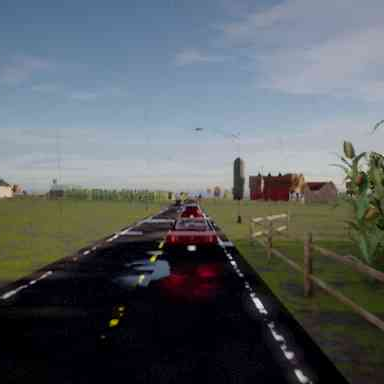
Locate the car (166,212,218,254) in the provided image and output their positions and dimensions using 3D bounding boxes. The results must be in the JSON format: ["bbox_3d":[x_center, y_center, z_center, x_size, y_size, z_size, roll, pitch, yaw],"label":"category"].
[{"bbox_3d":[-0.001,1.735,14.101,1.895,1.301,4.718,0,-1,0],"label":"car"}]

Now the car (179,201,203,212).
[{"bbox_3d":[-0.002,1.813,29.373,1.812,1.442,4.674,0,0,0],"label":"car"}]

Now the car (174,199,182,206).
[{"bbox_3d":[-2.764,2.221,69.779,1.837,1.490,4.892,0,-1,0],"label":"car"}]
